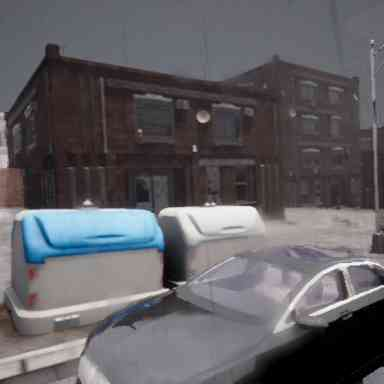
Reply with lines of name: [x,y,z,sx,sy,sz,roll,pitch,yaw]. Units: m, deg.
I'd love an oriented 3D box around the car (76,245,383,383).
car: [1.122,1.509,4.173,4.902,1.511,2.128,0,0,-35]
